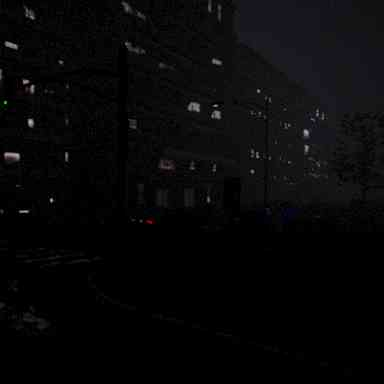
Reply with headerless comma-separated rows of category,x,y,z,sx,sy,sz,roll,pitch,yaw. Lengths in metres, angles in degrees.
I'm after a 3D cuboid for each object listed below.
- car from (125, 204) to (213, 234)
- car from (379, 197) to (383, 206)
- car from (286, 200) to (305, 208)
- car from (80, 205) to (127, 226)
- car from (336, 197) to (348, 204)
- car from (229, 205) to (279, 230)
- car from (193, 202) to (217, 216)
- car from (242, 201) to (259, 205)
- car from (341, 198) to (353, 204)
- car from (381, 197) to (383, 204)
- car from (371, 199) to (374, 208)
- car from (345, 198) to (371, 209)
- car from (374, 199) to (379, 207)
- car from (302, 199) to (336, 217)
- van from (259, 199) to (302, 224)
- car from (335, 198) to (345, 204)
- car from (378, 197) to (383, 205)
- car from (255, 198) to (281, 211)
car,-1.275,1.708,20.588,2.033,1.411,5.357,1,0,39
car,37.042,2.245,67.819,1.887,1.381,4.507,1,0,36
car,17.153,1.962,55.006,1.802,1.307,4.206,1,0,36
car,-5.866,1.614,23.855,2.008,1.369,4.403,1,0,36
car,36.886,2.082,81.707,1.967,1.590,4.097,1,0,36
car,4.157,1.820,23.318,1.947,1.339,4.313,1,0,36
car,0.712,1.699,32.755,1.887,1.381,4.507,1,0,36
car,7.288,1.827,41.656,1.802,1.307,4.206,1,0,36
car,40.072,2.208,86.020,1.752,1.417,4.829,1,0,36
car,40.330,2.294,72.270,2.008,1.369,4.403,1,0,36
car,30.464,2.195,58.919,1.802,1.307,4.206,1,0,36
car,27.179,1.884,54.470,2.192,1.841,5.009,1,0,36
car,33.754,2.097,63.370,1.967,1.590,4.097,1,0,36
car,14.024,1.830,36.669,1.967,1.590,4.097,1,0,36
van,7.448,1.641,27.769,1.690,1.788,3.998,1,0,36
car,33.596,2.164,77.256,1.947,1.339,4.313,1,0,36
car,46.910,2.144,81.171,2.192,1.841,5.009,1,0,36
car,10.578,1.731,46.106,1.967,1.590,4.097,1,0,36
